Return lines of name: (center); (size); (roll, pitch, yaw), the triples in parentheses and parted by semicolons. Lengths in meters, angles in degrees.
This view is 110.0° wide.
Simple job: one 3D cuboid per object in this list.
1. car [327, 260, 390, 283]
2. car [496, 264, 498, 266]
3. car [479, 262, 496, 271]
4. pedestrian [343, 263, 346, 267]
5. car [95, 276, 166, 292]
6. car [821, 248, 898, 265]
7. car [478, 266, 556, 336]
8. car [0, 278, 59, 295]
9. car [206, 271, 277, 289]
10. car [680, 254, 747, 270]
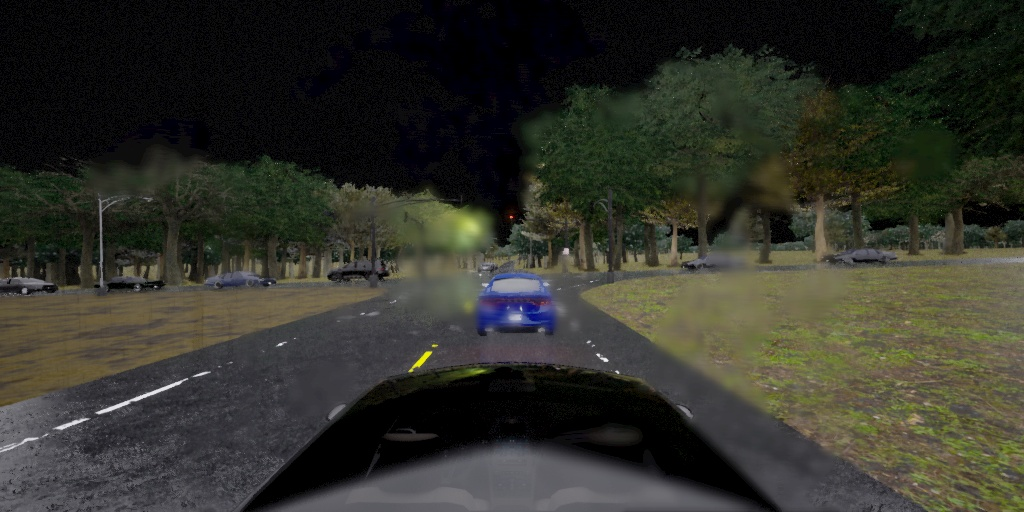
car: (-14.611, 1.456, 34.326); (5.566, 2.045, 2.150); (-2, -1, 3)
car: (-4.003, 1.846, 62.921); (2.128, 1.511, 4.902); (0, -1, -1)
car: (-3.875, 1.678, 53.535); (2.128, 1.511, 4.902); (0, -1, -1)
pedestrian: (-17.867, 1.680, 38.375); (0.375, 1.860, 0.375); (0, 1, 3)
car: (-33.352, 2.437, 31.480); (4.718, 1.301, 1.895); (-2, -1, 3)
car: (31.276, 0.034, 32.328); (5.357, 1.411, 2.033); (-2, -1, 3)
car: (0.139, 1.233, 10.418); (1.882, 1.535, 5.008); (0, 0, 1)
car: (-43.516, 2.671, 31.963); (4.892, 1.490, 1.837); (-2, -1, 3)
car: (-23.430, 2.047, 31.048); (5.357, 1.411, 2.033); (-2, -1, 6)
car: (18.449, 0.538, 32.884); (5.357, 1.411, 2.033); (-2, -1, 2)
